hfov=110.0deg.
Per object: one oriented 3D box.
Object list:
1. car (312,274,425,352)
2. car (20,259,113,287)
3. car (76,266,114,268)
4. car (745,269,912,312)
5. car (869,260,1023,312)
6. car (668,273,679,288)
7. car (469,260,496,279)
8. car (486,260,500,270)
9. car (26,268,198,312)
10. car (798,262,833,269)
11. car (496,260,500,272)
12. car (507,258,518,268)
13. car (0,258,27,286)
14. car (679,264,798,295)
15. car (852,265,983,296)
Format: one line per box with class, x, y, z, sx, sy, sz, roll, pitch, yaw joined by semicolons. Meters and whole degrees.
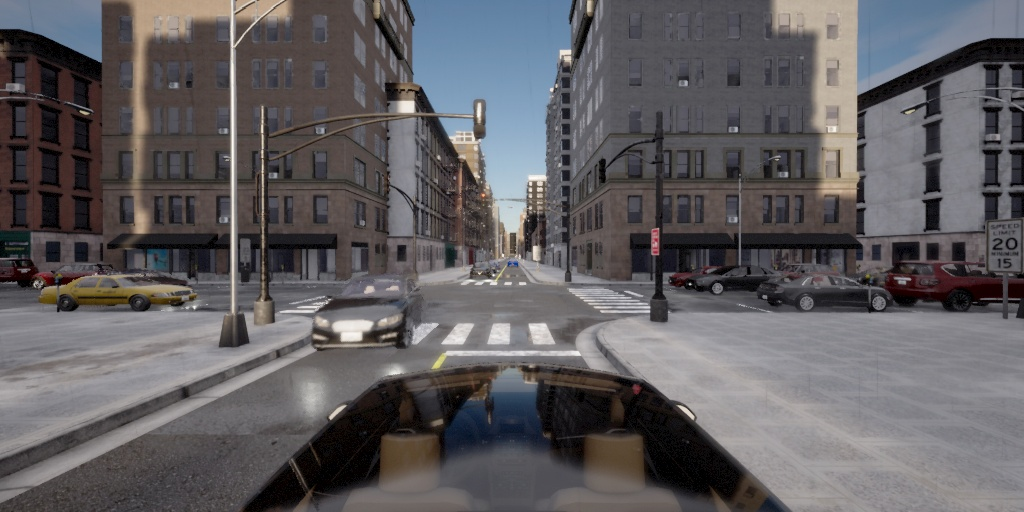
car;-3.331;1.243;9.115;2.128;1.511;4.902;0;0;-8
car;-26.352;1.167;21.766;4.097;1.591;1.967;0;0;0
car;-17.094;1.320;16.247;4.181;1.385;1.994;0;0;0
car;11.791;1.325;13.619;4.403;1.370;2.007;0;0;0
car;17.200;1.091;13.601;5.009;1.841;2.192;0;0;0
car;11.817;1.280;21.644;4.507;1.381;1.888;0;0;0
car;-2.777;1.259;33.016;1.837;1.490;4.892;0;0;0
car;-2.725;1.288;52.716;1.812;1.442;4.674;0;0;1
car;-14.885;1.293;13.704;4.829;1.417;1.751;0;0;0
car;17.226;1.176;21.626;4.097;1.591;1.967;0;0;0
car;-2.754;1.305;42.813;2.033;1.411;5.357;0;0;0
car;0.144;1.246;63.126;1.882;1.535;5.008;0;0;0
car;-32.014;1.041;21.784;5.009;1.841;2.192;0;0;0
car;11.919;1.253;19.100;4.892;1.490;1.837;0;0;0
car;21.401;1.255;19.073;4.892;1.490;1.837;0;0;0
